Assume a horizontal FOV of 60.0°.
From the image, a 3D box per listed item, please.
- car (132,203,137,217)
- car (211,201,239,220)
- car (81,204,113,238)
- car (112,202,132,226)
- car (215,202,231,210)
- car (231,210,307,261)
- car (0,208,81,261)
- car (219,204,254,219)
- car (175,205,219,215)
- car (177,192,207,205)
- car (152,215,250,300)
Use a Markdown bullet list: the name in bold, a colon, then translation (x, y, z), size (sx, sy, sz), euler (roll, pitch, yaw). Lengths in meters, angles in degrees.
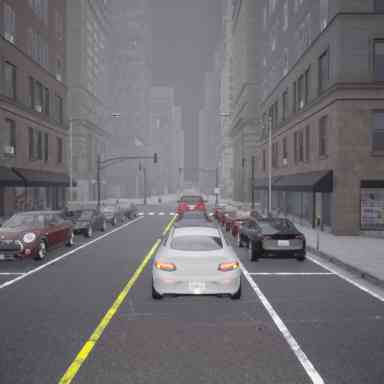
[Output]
- **car**: translation (-5.797, 1.543, 28.546), size (1.887, 1.381, 4.507), euler (-1, 0, 0)
- **car**: translation (2.728, 1.544, 28.552), size (1.887, 1.381, 4.507), euler (-1, 0, 0)
- **car**: translation (-5.788, 1.564, 17.535), size (1.947, 1.339, 4.313), euler (-1, 0, 0)
- **car**: translation (-5.792, 1.549, 23.040), size (2.008, 1.369, 4.403), euler (-1, 0, 0)
- **car**: translation (2.733, 1.544, 23.047), size (1.887, 1.381, 4.507), euler (-1, 0, 0)
- **car**: translation (2.742, 1.564, 12.037), size (1.947, 1.339, 4.313), euler (-1, 0, 0)
- **car**: translation (-5.785, 1.438, 12.029), size (1.967, 1.590, 4.097), euler (-1, 0, 0)
- **car**: translation (2.737, 1.543, 17.541), size (1.887, 1.381, 4.507), euler (-1, 0, 0)
- **car**: translation (0.083, 1.562, 16.765), size (1.994, 1.385, 4.181), euler (0, 0, 0)
- **car**: translation (-0.022, 1.220, 26.152), size (2.150, 2.045, 5.566), euler (0, 0, 0)
- **car**: translation (0.094, 1.524, 8.279), size (1.812, 1.442, 4.674), euler (0, 0, 0)
